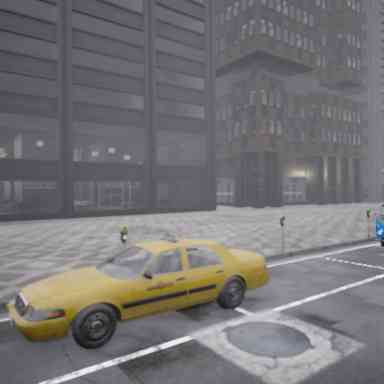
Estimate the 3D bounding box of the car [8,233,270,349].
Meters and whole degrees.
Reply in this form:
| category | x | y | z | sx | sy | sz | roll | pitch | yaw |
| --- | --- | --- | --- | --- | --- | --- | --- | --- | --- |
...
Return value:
| category | x | y | z | sx | sy | sz | roll | pitch | yaw |
| --- | --- | --- | --- | --- | --- | --- | --- | --- | --- |
| car | -0.644 | 1.499 | 6.191 | 4.829 | 1.417 | 1.752 | -1 | 0 | -35 |

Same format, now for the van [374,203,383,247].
| category | x | y | z | sx | sy | sz | roll | pitch | yaw |
| --- | --- | --- | --- | --- | --- | --- | --- | --- | --- |
| van | 8.678 | 1.216 | 12.839 | 3.998 | 1.788 | 1.690 | -1 | 0 | -35 |
